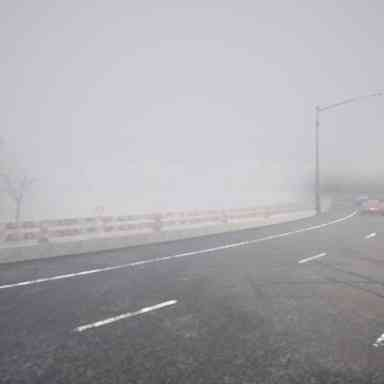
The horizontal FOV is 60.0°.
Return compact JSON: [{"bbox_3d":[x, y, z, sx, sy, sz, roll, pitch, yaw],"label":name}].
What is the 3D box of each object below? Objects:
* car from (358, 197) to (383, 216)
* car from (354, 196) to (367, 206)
[{"bbox_3d":[17.222,1.468,31.555,1.994,1.385,4.181,0,0,31],"label":"car"},{"bbox_3d":[26.440,1.370,51.512,1.812,1.442,4.674,0,0,19],"label":"car"}]
